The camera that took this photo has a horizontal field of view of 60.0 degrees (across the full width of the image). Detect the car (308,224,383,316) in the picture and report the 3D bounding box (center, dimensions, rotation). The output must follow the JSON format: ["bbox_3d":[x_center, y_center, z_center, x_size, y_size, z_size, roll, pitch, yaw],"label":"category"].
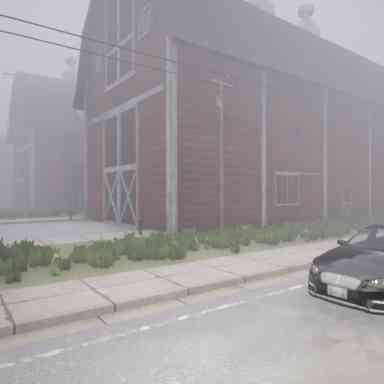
[{"bbox_3d":[4.521,1.464,7.216,4.902,1.511,2.128,0,0,-36],"label":"car"}]
